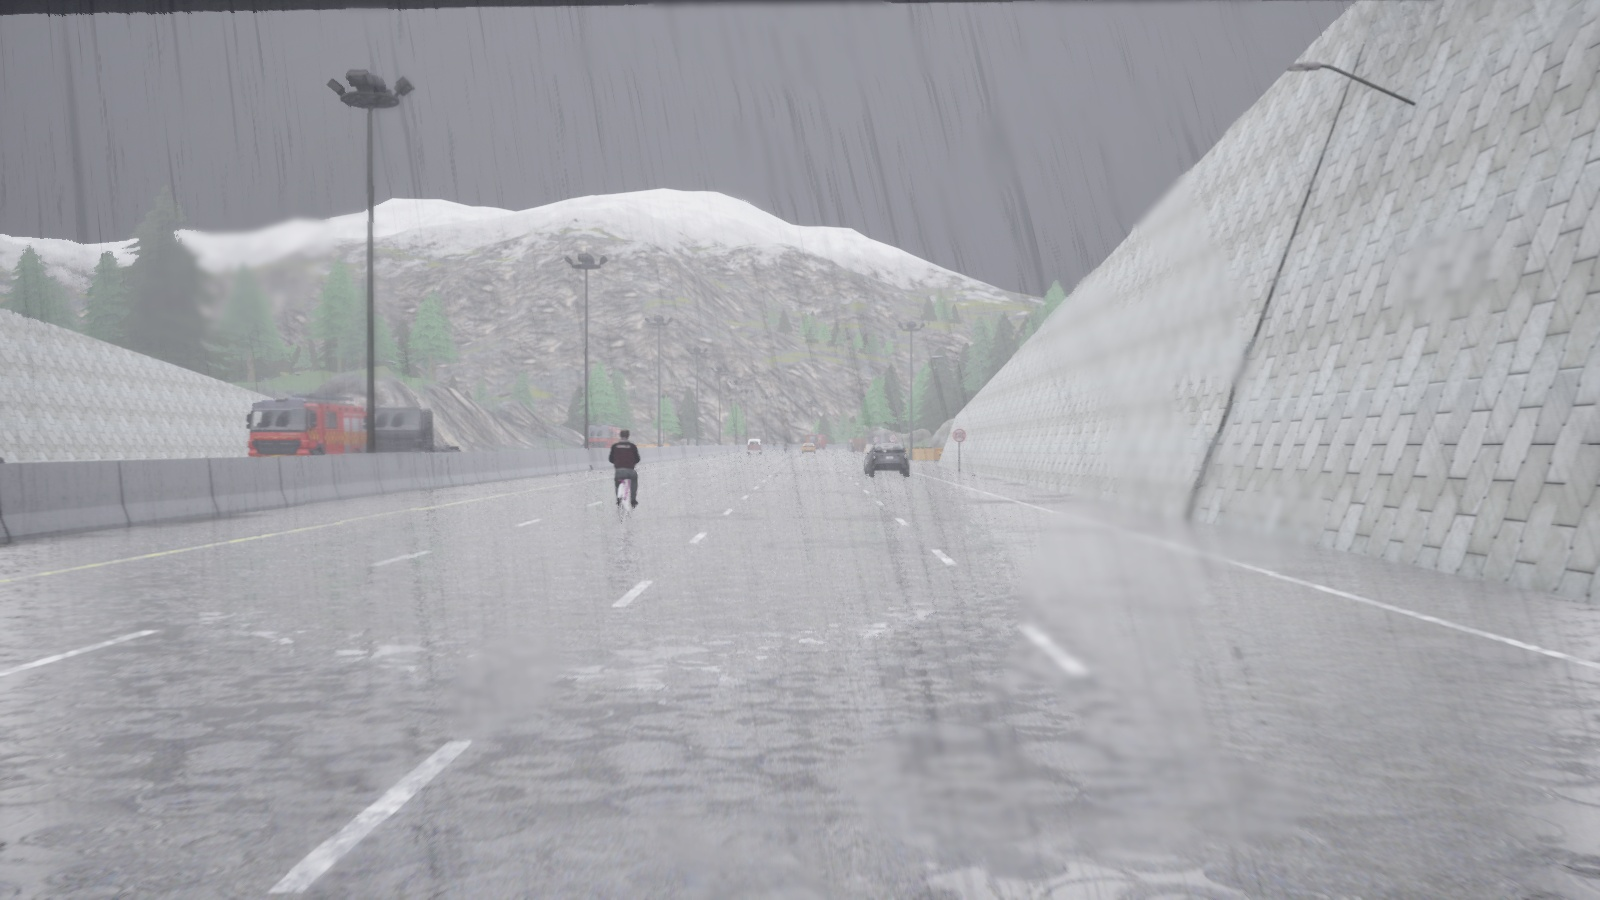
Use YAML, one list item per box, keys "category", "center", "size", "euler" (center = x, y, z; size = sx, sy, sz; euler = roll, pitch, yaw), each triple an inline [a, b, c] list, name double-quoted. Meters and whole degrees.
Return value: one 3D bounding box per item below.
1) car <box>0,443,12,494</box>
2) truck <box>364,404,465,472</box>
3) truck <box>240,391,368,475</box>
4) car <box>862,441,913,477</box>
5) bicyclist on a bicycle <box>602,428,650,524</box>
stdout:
- category: "car"
  center: [-24.250, 0.542, 35.322]
  size: [1.845, 1.501, 3.633]
  euler: [0, 0, 0]
- category: "truck"
  center: [-20.531, -0.632, 67.379]
  size: [2.891, 3.462, 7.936]
  euler: [0, 0, 0]
- category: "truck"
  center: [-24.071, -0.784, 61.506]
  size: [2.891, 3.827, 8.468]
  euler: [0, 0, 0]
- category: "car"
  center: [3.896, 0.377, 56.591]
  size: [2.007, 1.525, 4.514]
  euler: [0, 0, 0]
- category: "bicyclist on a bicycle"
  center: [-3.325, 0.478, 24.175]
  size: [0.659, 1.776, 1.843]
  euler: [0, 1, 0]
